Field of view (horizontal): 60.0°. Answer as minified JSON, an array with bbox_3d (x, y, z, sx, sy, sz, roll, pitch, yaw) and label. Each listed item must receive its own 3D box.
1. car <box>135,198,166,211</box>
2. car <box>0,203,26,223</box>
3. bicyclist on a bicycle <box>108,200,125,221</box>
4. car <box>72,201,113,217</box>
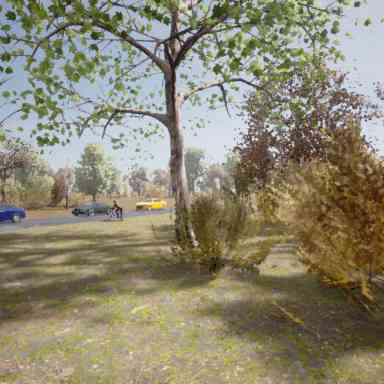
[{"bbox_3d":[-5.136,1.544,41.670,1.882,1.535,5.008,0,0,27],"label":"car"},{"bbox_3d":[-14.246,1.555,23.715,1.812,1.442,4.674,0,0,27],"label":"car"},{"bbox_3d":[-5.933,1.483,26.076,1.656,1.620,0.582,0,0,27],"label":"bicyclist on a bicycle"},{"bbox_3d":[-9.721,1.612,32.656,1.994,1.385,4.181,0,0,27],"label":"car"}]
